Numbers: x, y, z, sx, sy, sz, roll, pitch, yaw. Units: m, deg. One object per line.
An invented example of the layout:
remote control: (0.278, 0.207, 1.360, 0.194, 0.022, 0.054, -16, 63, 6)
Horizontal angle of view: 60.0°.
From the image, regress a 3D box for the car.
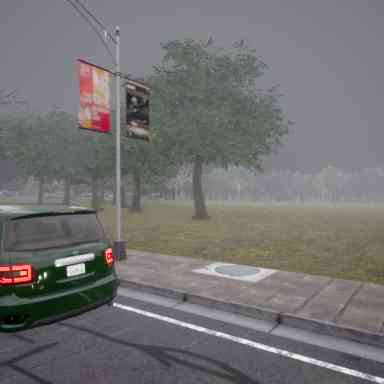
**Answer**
car: (-3.856, 1.235, 6.390, 5.566, 2.045, 2.150, 0, 0, 36)
